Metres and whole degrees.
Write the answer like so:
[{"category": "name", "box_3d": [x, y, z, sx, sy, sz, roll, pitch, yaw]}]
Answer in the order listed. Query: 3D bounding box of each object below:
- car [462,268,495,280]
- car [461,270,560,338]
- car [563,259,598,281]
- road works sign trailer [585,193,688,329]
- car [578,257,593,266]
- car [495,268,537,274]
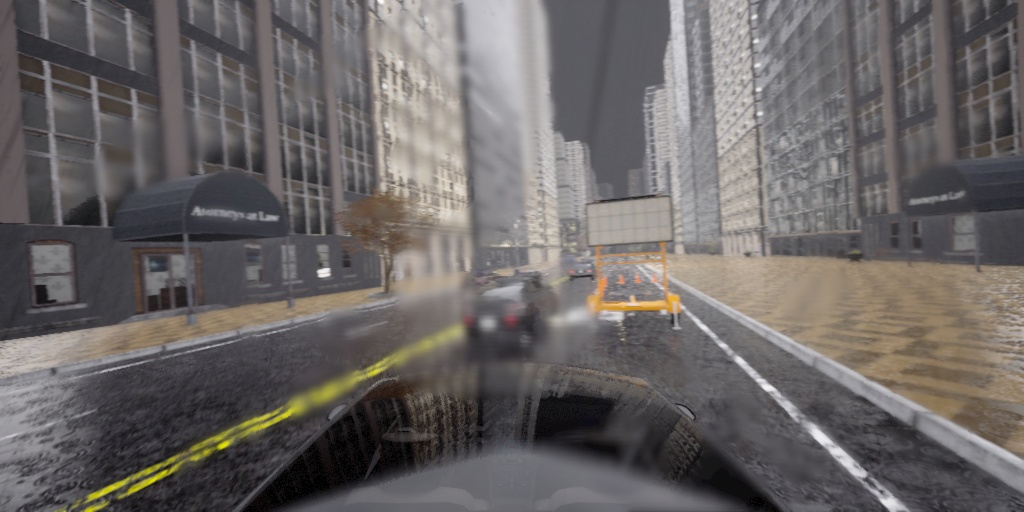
[{"category": "car", "box_3d": [-2.091, 1.604, 25.643, 1.994, 1.385, 4.181, -3, 0, 17]}, {"category": "car", "box_3d": [0.140, 1.327, 10.261, 1.812, 1.442, 4.674, -3, 0, 17]}, {"category": "car", "box_3d": [5.663, 1.152, 28.108, 2.033, 1.411, 5.357, -3, 0, 17]}, {"category": "road works sign trailer", "box_3d": [3.584, 0.067, 10.553, 2.380, 3.560, 2.880, 0, 0, 18]}, {"category": "car", "box_3d": [12.937, 0.979, 62.997, 1.994, 1.385, 4.181, -3, 0, 18]}, {"category": "car", "box_3d": [0.750, 1.462, 23.852, 1.895, 1.301, 4.718, -3, 0, 17]}]
